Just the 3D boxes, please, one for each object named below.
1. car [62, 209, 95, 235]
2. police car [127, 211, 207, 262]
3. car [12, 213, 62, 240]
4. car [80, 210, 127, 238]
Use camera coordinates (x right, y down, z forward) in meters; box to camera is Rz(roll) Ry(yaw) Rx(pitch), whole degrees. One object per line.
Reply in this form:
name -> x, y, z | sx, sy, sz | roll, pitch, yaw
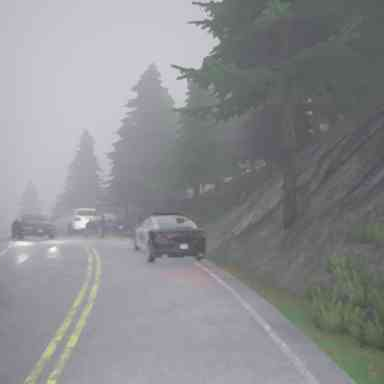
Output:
car -> -9.632, 2.495, 27.278 | 2.150, 2.045, 5.566 | 4, -8, -42
police car -> -1.038, 1.560, 12.692 | 1.930, 1.638, 5.238 | 1, -2, -18
car -> -9.517, 2.044, 19.890 | 1.837, 1.490, 4.892 | 4, -6, -34
car -> -5.676, 2.166, 22.184 | 1.882, 1.535, 5.008 | 1, -5, -34
